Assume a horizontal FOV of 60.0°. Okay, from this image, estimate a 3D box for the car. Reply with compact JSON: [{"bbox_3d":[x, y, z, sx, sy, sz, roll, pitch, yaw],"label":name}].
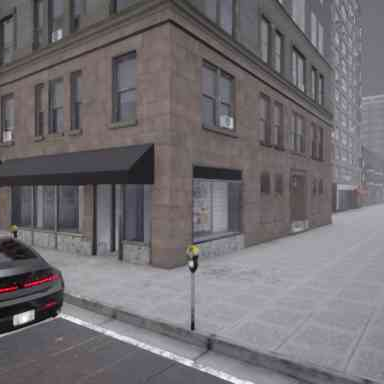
[{"bbox_3d":[-4.306,1.505,6.058,4.892,1.490,1.837,0,0,36],"label":"car"}]
